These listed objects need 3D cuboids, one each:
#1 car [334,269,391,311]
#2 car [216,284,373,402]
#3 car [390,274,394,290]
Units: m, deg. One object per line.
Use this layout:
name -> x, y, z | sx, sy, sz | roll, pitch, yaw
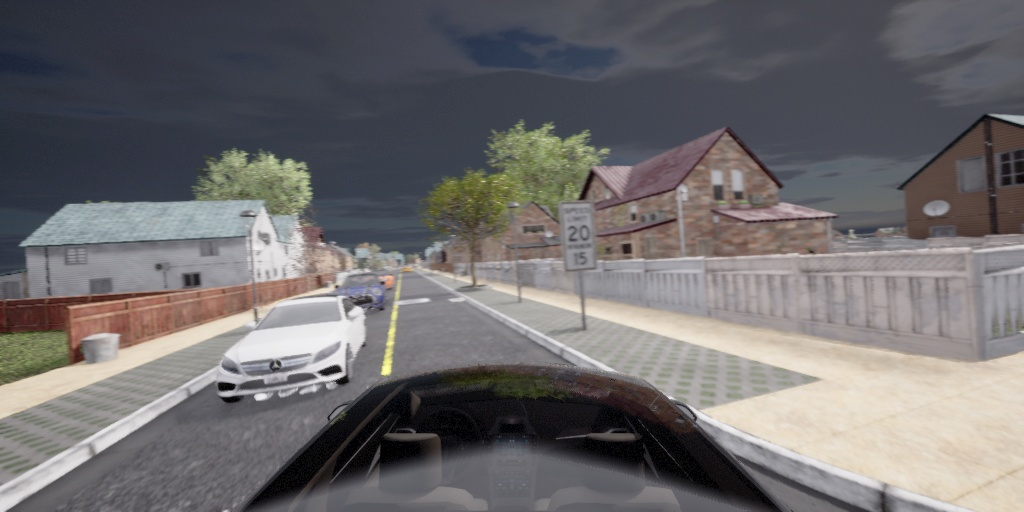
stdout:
car -> -7.042, 1.624, 16.837 | 2.097, 1.767, 4.553 | -4, 0, -17
car -> -4.163, 1.583, 7.484 | 1.812, 1.442, 4.674 | -4, 0, -17
car -> -10.836, 1.910, 29.313 | 2.097, 1.767, 4.553 | -4, 0, -16
